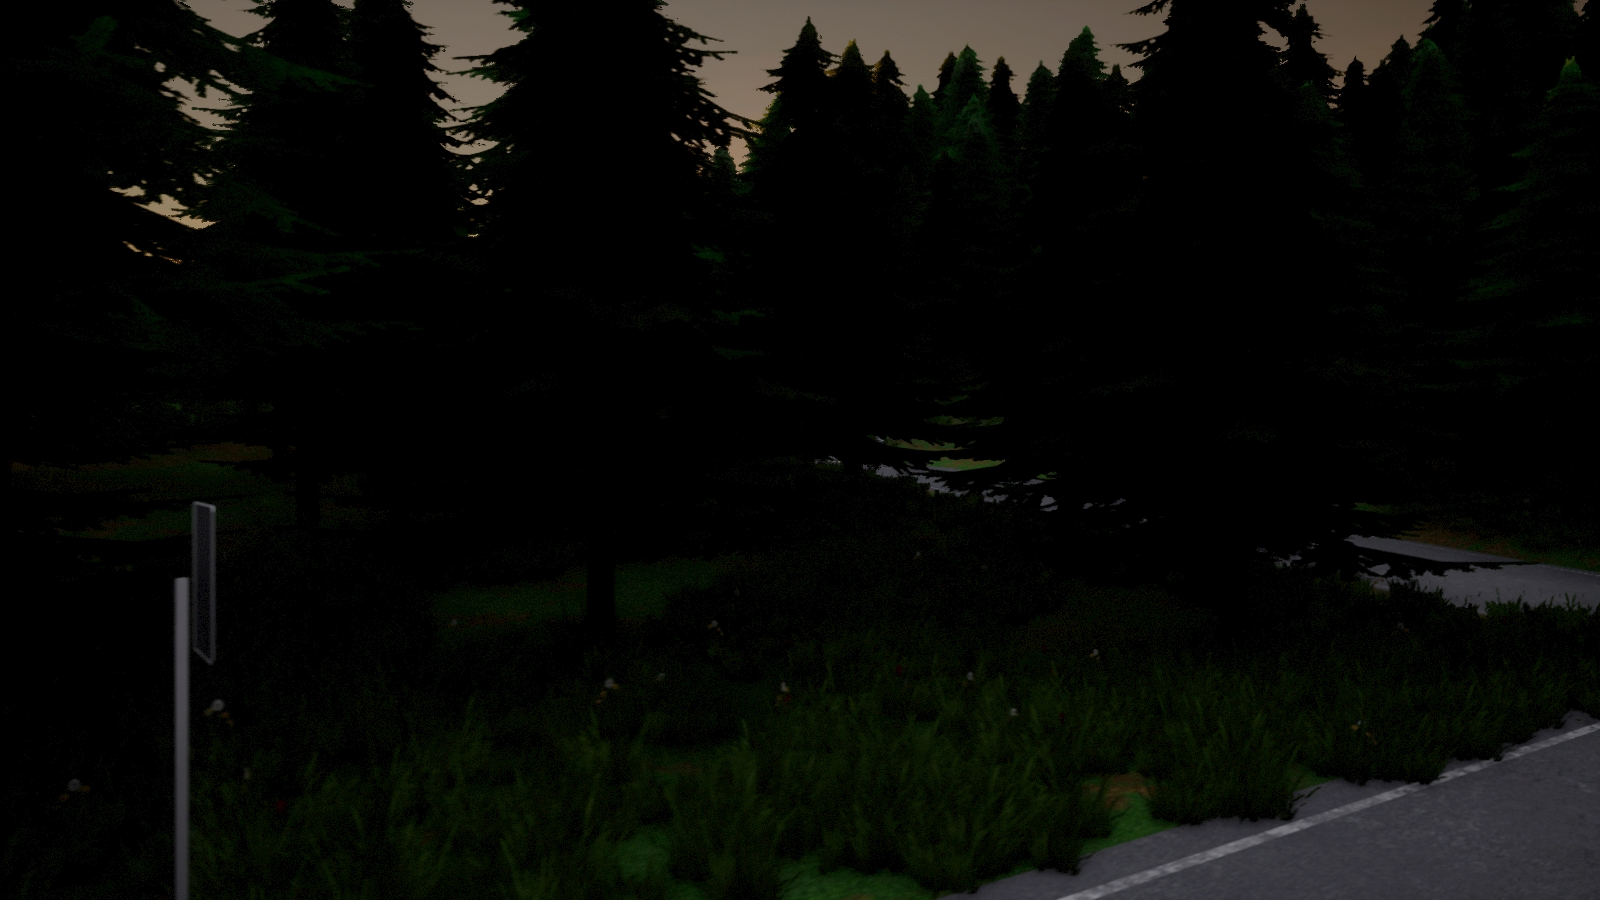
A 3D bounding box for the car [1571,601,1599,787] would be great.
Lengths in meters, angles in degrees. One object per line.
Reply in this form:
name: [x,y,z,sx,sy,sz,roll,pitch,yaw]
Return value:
car: [9.156,2.062,10.004,4.792,1.488,2.163,0,0,-31]
